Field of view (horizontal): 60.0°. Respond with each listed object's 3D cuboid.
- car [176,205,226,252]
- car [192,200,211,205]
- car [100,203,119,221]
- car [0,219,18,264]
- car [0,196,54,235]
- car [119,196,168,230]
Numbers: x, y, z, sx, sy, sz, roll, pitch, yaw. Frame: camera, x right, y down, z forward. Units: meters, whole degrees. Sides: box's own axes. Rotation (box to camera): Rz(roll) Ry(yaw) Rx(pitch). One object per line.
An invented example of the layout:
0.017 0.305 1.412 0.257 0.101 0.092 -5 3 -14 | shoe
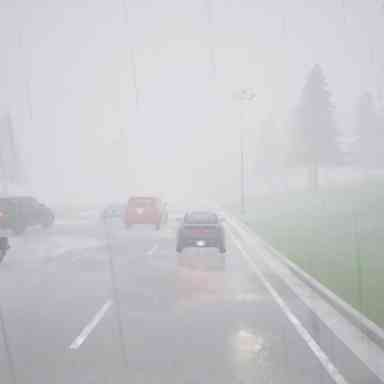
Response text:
0.369 1.537 14.049 1.837 1.490 4.892 0 0 2 | car
1.014 1.602 34.443 1.812 1.442 4.674 0 0 2 | car
-6.200 1.598 28.021 2.033 1.411 5.357 0 0 2 | car
-6.779 1.609 8.537 1.895 1.301 4.718 0 0 1 | car
-9.995 1.247 19.044 2.150 2.045 5.566 0 0 2 | car
-2.902 1.264 21.811 2.150 2.045 5.566 0 0 2 | car
